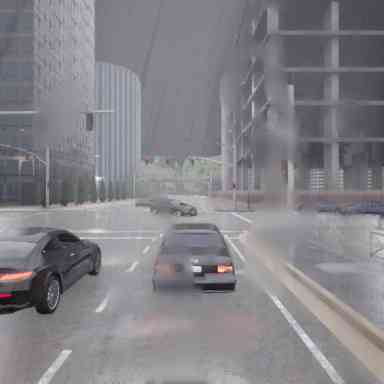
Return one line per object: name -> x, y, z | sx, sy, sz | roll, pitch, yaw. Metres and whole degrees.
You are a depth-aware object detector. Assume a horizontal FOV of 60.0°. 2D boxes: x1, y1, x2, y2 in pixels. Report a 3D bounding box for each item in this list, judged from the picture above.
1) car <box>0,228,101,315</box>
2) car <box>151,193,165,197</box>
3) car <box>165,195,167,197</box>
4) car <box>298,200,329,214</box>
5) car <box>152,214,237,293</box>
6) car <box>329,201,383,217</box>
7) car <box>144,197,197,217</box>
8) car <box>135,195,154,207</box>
car -> -3.454, 1.526, 7.459 | 1.812, 1.442, 4.674 | 0, 0, 0
car -> -7.159, 1.221, 65.011 | 2.150, 2.045, 5.566 | 0, 0, 0
car -> -7.150, 1.341, 80.060 | 2.097, 1.767, 4.553 | 0, 0, 0
car -> 12.980, 1.508, 33.767 | 4.181, 1.385, 1.994 | 0, 0, 0
car -> 0.054, 1.547, 8.976 | 2.033, 1.411, 5.357 | 0, 0, 0
car -> 15.848, 1.492, 30.283 | 5.357, 1.411, 2.033 | 0, 0, 0
car -> -1.711, 1.474, 29.445 | 4.892, 1.490, 1.837 | 0, 2, 42
car -> -7.189, 1.562, 49.235 | 1.994, 1.385, 4.181 | 0, 0, 0
